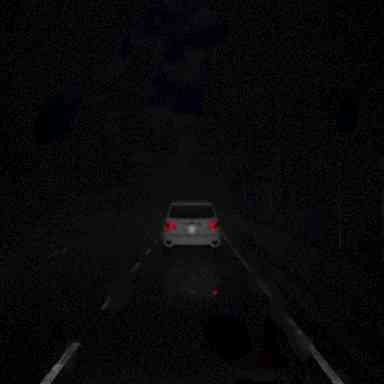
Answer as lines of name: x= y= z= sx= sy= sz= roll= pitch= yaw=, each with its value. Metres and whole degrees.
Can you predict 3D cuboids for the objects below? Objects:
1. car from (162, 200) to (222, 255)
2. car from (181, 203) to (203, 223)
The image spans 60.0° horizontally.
car: x=-0.002 y=1.347 z=13.979 sx=2.150 sy=2.045 sz=5.566 roll=0 pitch=0 yaw=0
car: x=0.005 y=1.799 z=29.350 sx=1.812 sy=1.442 sz=4.674 roll=0 pitch=0 yaw=0
